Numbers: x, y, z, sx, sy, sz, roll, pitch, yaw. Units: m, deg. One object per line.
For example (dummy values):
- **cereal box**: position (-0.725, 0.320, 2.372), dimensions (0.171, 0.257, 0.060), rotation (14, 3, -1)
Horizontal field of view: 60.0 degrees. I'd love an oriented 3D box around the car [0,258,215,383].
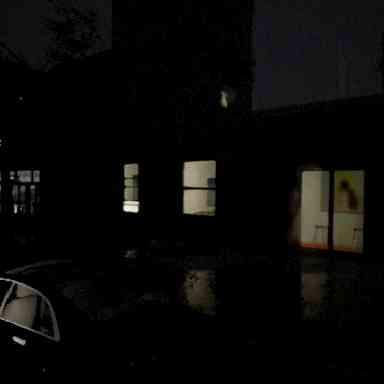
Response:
- **car**: position (-1.813, 1.527, 4.158), dimensions (4.403, 1.369, 2.008), rotation (0, 1, 36)
